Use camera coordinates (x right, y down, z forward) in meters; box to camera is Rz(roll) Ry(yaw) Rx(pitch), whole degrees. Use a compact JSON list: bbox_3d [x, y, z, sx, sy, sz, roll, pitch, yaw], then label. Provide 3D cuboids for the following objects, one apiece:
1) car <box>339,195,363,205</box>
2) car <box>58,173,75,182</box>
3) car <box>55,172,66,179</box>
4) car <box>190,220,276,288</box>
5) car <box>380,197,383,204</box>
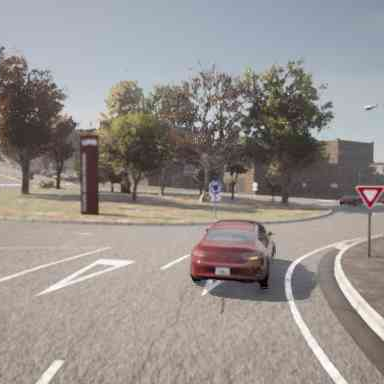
[{"bbox_3d":[21.650,1.084,45.111,1.895,1.301,4.718,1,2,40],"label":"car"},{"bbox_3d":[-31.105,-3.493,85.960,2.231,1.521,4.892,7,6,28],"label":"car"},{"bbox_3d":[-33.103,-3.806,88.234,2.002,1.452,4.674,7,6,28],"label":"car"},{"bbox_3d":[1.267,1.484,9.174,1.812,1.442,4.674,0,0,16],"label":"car"},{"bbox_3d":[29.225,1.137,47.809,5.357,1.411,2.033,2,-1,-34],"label":"car"}]
